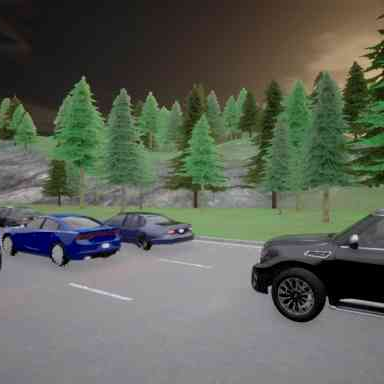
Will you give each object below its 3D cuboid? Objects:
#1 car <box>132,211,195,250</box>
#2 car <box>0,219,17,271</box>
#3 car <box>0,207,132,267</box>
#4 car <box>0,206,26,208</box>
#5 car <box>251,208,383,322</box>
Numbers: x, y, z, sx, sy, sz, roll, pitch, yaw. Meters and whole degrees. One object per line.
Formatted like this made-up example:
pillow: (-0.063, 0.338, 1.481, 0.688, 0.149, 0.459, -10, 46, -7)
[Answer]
car: (-2.457, 1.548, 14.314, 5.357, 1.411, 2.033, 0, 0, 35)
car: (-6.915, 1.505, 8.895, 4.892, 1.490, 1.837, 0, 0, 36)
car: (-4.642, 1.478, 11.572, 5.008, 1.535, 1.882, 0, 0, 36)
car: (-10.920, 1.548, 20.273, 5.357, 1.411, 2.033, 0, 0, 35)
car: (3.813, 1.221, 5.574, 5.566, 2.045, 2.150, 0, 0, 35)
